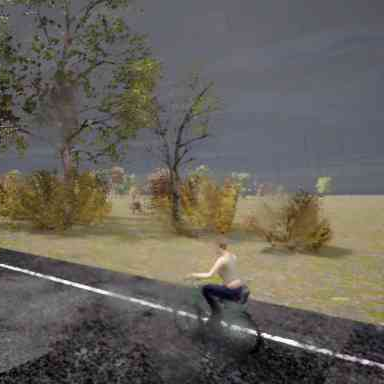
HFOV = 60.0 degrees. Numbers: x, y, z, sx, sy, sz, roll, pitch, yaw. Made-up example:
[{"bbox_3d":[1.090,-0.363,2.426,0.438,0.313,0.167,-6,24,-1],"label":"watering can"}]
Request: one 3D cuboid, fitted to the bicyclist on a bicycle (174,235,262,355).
[{"bbox_3d":[0.321,1.433,4.850,1.509,1.612,0.866,0,0,35],"label":"bicyclist on a bicycle"}]
